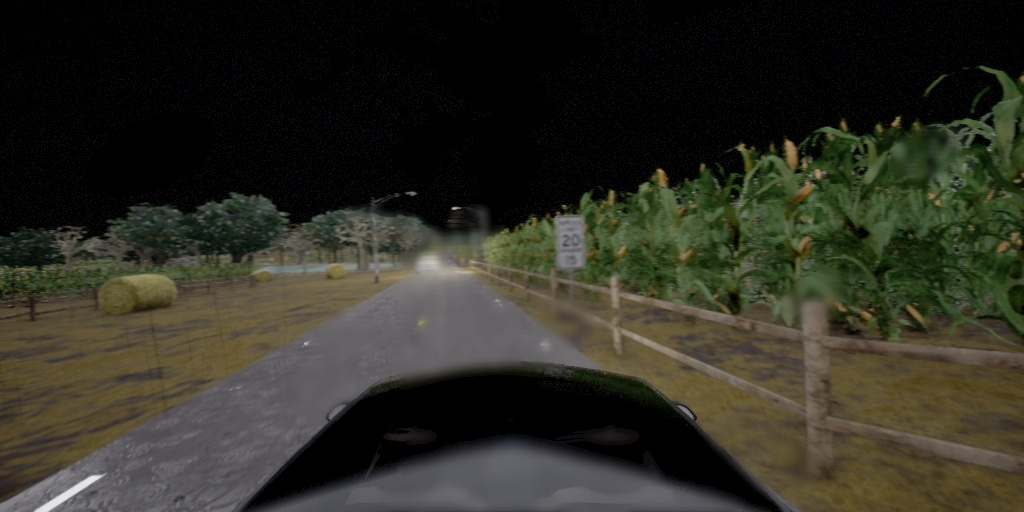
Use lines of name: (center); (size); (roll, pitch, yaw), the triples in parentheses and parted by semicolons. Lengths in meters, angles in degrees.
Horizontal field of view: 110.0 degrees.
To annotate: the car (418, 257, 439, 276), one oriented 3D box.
car: (-9.726, 1.130, 41.986); (2.150, 2.045, 5.566); (-3, 0, -10)
